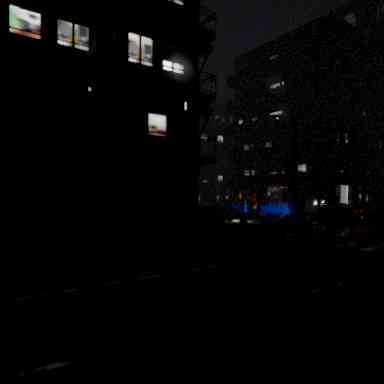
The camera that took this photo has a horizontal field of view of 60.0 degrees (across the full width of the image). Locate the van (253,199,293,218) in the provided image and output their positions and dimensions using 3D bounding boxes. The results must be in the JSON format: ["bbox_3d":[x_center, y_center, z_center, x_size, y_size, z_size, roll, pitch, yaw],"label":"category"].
[{"bbox_3d":[8.517,1.599,33.591,1.690,1.788,3.998,-1,0,-36],"label":"van"}]

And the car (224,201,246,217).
[{"bbox_3d":[2.733,1.869,31.706,1.994,1.385,4.181,0,-1,-36],"label":"car"}]

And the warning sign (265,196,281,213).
[{"bbox_3d":[9.005,1.397,36.980,1.300,1.860,1.060,1,0,-36],"label":"warning sign"}]

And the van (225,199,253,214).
[{"bbox_3d":[5.198,1.673,38.104,1.690,1.788,3.998,-1,0,-36],"label":"van"}]

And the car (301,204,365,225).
[{"bbox_3d":[10.874,1.661,26.000,2.128,1.511,4.902,0,-1,-35],"label":"car"}]

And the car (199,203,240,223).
[{"bbox_3d":[1.782,1.872,28.668,1.802,1.307,4.206,-1,0,-36],"label":"car"}]
